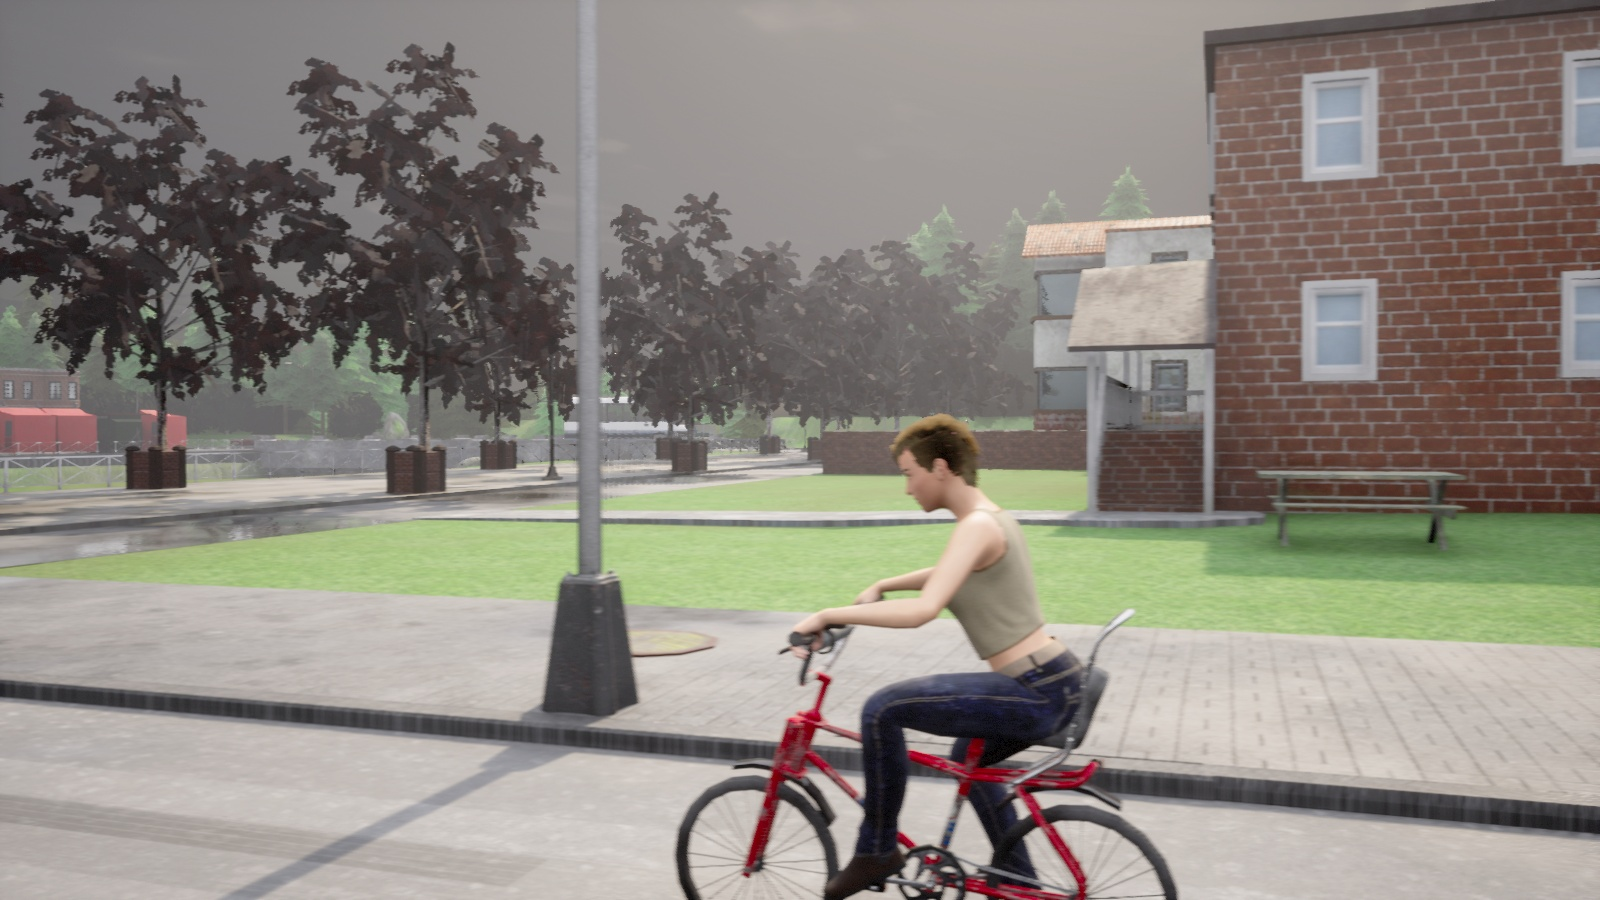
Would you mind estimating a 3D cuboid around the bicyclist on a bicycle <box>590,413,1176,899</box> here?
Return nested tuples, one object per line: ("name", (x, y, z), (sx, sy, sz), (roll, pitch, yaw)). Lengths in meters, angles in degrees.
("bicyclist on a bicycle", (0.277, 0.706, 3.624), (1.509, 1.612, 0.866), (1, 1, 19))
